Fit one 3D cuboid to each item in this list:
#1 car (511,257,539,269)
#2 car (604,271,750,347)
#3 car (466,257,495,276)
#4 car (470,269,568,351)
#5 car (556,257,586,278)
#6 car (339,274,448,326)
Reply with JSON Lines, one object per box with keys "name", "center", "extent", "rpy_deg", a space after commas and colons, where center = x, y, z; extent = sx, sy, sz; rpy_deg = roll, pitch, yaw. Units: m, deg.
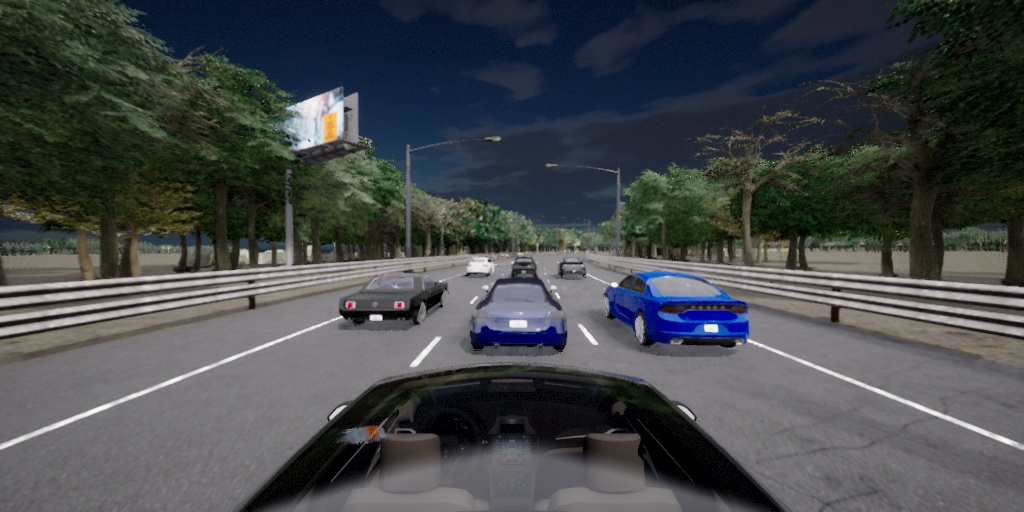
{"name": "car", "center": [0.992, 0.820, 27.722], "extent": [1.837, 1.490, 4.892], "rpy_deg": [0, 1, 4]}
{"name": "car", "center": [3.676, 1.107, 8.979], "extent": [1.882, 1.535, 5.008], "rpy_deg": [0, 1, 1]}
{"name": "car", "center": [-2.451, 0.824, 28.632], "extent": [1.812, 1.442, 4.674], "rpy_deg": [0, 1, 4]}
{"name": "car", "center": [0.171, 1.197, 8.699], "extent": [1.994, 1.385, 4.181], "rpy_deg": [0, 1, 1]}
{"name": "car", "center": [4.474, 0.816, 27.320], "extent": [2.128, 1.511, 4.902], "rpy_deg": [0, 1, 4]}
{"name": "car", "center": [-3.272, 1.192, 11.021], "extent": [1.895, 1.301, 4.718], "rpy_deg": [0, 1, 2]}
